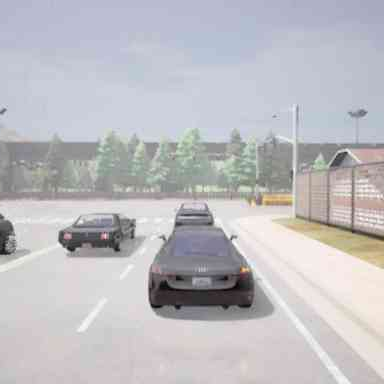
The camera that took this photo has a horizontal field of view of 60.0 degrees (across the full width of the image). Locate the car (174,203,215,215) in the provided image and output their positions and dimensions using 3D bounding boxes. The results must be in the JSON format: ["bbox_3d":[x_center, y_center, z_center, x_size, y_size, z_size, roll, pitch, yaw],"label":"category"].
[{"bbox_3d":[0.118,1.271,16.573,2.128,1.511,4.902,0,1,1],"label":"car"}]

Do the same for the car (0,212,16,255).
[{"bbox_3d":[-7.079,1.226,9.456,2.097,1.767,4.553,0,1,0],"label":"car"}]

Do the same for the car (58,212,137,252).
[{"bbox_3d":[-3.399,1.428,12.992,1.895,1.301,4.718,0,1,0],"label":"car"}]

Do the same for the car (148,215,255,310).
[{"bbox_3d":[0.147,1.461,7.672,1.994,1.385,4.181,0,1,-1],"label":"car"}]
